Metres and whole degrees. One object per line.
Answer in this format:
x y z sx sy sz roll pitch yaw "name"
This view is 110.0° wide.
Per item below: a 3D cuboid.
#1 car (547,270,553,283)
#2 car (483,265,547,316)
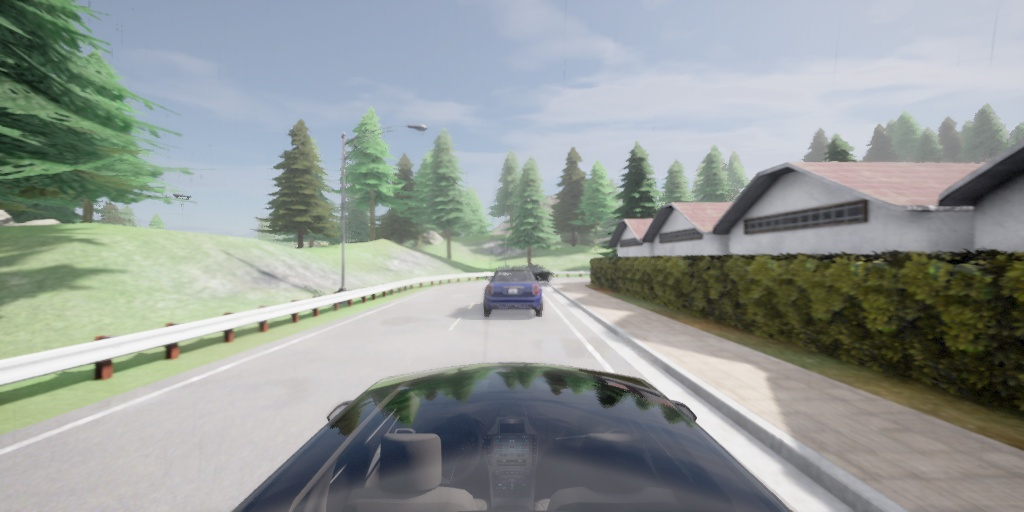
1.758 1.489 28.702 2.128 1.511 4.902 -1 -1 28 "car"
0.057 1.221 14.161 2.097 1.767 4.553 0 -1 0 "car"
